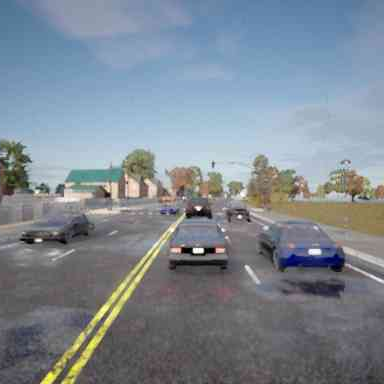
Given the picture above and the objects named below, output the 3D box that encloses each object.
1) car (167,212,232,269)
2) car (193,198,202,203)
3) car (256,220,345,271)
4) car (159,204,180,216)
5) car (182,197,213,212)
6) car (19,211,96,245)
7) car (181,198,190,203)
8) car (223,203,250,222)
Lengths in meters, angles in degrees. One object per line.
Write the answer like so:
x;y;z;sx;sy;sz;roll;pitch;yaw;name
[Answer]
0.200;1.636;11.436;2.033;1.411;5.357;0;0;1;car
1.512;2.311;91.766;1.882;1.535;5.008;0;-1;6;car
3.456;1.652;11.291;1.994;1.385;4.181;0;0;1;car
-2.447;1.967;36.944;1.895;1.301;4.718;0;-1;2;car
0.601;1.446;28.364;2.150;2.045;5.566;0;-1;2;car
-6.417;1.676;16.650;2.033;1.411;5.357;0;0;1;car
-1.722;2.436;92.073;1.895;1.301;4.718;0;-1;6;car
3.873;1.732;28.868;1.837;1.490;4.892;0;-1;2;car
